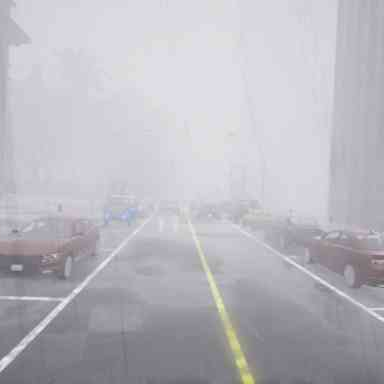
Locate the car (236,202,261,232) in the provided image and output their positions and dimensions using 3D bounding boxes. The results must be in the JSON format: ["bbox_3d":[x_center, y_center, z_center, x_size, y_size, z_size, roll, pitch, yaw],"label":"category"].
[{"bbox_3d":[4.253,1.648,20.627,1.752,1.417,4.829,2,0,-2],"label":"car"}]

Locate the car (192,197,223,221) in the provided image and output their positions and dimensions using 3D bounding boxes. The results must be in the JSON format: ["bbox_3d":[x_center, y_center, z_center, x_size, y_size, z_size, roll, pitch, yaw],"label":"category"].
[{"bbox_3d":[1.283,1.468,27.339,1.837,1.490,4.892,3,0,-2],"label":"car"}]

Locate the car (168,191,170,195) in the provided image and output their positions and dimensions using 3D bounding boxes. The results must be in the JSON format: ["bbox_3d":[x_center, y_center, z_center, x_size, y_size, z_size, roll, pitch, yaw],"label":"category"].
[{"bbox_3d":[-6.536,0.862,73.613,1.967,1.590,4.097,2,0,-2],"label":"car"}]

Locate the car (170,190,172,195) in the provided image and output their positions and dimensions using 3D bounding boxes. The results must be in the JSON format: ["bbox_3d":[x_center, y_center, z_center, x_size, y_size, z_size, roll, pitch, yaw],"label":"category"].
[{"bbox_3d":[-7.231,0.758,89.859,1.967,1.590,4.097,2,0,-2],"label":"car"}]

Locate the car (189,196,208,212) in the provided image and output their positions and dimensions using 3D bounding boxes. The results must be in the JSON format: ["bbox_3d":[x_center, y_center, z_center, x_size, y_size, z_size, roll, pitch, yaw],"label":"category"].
[{"bbox_3d":[0.777,1.467,37.355,1.994,1.385,4.181,3,0,-2],"label":"car"}]

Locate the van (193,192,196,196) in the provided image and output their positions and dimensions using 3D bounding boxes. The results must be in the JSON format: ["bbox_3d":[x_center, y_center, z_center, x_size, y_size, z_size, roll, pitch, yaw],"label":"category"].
[{"bbox_3d":[1.746,1.119,79.375,1.690,1.788,3.998,2,0,-2],"label":"van"}]

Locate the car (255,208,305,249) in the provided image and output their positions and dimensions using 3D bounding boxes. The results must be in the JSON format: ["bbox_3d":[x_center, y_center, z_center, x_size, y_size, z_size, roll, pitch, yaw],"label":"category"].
[{"bbox_3d":[4.492,1.704,15.037,2.008,1.369,4.403,2,0,-2],"label":"car"}]

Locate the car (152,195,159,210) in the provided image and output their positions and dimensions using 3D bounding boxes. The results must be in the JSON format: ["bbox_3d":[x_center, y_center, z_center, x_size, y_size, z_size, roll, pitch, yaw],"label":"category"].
[{"bbox_3d":[-4.948,1.226,36.370,1.802,1.307,4.206,2,0,-2],"label":"car"}]

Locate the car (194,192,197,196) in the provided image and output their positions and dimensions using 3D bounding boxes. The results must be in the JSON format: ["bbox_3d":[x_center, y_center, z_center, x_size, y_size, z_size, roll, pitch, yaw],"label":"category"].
[{"bbox_3d":[1.962,1.336,74.131,1.752,1.417,4.829,2,0,-2],"label":"car"}]

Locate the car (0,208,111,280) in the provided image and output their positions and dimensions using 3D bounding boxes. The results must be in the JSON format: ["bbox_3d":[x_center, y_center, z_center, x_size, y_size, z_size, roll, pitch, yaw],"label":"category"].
[{"bbox_3d":[-3.785,1.338,9.263,1.887,1.381,4.507,2,0,-2],"label":"car"}]

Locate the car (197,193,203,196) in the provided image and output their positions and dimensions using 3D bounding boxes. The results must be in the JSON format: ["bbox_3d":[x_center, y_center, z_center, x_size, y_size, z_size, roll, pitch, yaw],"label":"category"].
[{"bbox_3d":[2.431,1.444,63.130,1.947,1.339,4.313,2,0,-2],"label":"car"}]

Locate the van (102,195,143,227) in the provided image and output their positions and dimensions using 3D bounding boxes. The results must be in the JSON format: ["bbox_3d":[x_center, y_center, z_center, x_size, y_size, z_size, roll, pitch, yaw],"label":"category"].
[{"bbox_3d":[-4.241,1.076,20.105,1.690,1.788,3.998,2,0,-2],"label":"van"}]

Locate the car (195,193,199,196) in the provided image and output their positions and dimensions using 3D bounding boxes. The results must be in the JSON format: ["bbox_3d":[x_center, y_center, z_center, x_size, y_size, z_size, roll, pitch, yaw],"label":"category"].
[{"bbox_3d":[2.200,1.411,68.546,1.947,1.339,4.313,2,0,-2],"label":"car"}]

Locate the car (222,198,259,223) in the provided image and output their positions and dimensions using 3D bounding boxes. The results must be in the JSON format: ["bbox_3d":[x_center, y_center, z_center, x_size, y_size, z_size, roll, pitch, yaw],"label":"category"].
[{"bbox_3d":[4.037,1.409,25.877,2.192,1.841,5.009,2,0,-2],"label":"car"}]

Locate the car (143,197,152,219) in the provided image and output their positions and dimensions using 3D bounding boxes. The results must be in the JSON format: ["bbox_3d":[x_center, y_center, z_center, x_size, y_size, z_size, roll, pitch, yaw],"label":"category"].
[{"bbox_3d":[-4.477,1.145,25.527,1.967,1.590,4.097,2,0,-2],"label":"car"}]

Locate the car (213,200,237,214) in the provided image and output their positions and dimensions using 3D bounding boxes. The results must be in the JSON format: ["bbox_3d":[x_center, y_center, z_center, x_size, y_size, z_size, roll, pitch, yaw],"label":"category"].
[{"bbox_3d":[3.562,1.599,36.718,1.947,1.339,4.313,2,0,-2],"label":"car"}]

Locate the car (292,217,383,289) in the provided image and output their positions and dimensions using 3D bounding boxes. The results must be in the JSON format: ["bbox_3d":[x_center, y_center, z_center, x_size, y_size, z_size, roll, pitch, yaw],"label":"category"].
[{"bbox_3d":[4.723,1.727,9.618,1.887,1.381,4.507,2,0,-2],"label":"car"}]

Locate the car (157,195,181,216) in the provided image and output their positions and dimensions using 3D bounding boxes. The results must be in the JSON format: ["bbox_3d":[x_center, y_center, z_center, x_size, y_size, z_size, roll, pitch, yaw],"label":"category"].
[{"bbox_3d":[-2.001,1.347,30.795,2.033,1.411,5.357,3,0,-2],"label":"car"}]

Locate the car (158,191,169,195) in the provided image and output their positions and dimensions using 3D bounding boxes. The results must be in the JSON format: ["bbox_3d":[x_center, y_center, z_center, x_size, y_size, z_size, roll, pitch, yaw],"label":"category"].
[{"bbox_3d":[-6.309,1.006,68.199,2.008,1.369,4.403,2,0,-2],"label":"car"}]
